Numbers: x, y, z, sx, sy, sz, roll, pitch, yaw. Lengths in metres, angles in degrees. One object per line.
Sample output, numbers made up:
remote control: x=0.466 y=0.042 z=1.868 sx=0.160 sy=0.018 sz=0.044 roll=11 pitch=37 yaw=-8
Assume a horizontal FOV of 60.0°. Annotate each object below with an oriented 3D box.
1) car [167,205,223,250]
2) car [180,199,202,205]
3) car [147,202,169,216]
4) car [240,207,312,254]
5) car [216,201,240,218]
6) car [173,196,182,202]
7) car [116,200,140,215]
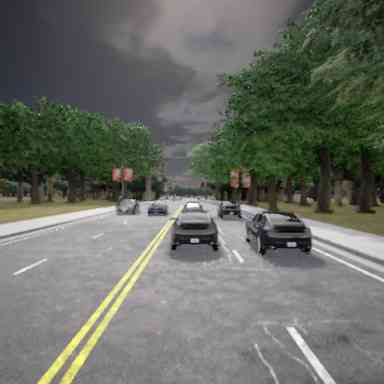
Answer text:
car: x=0.100 y=1.517 z=14.503 sx=1.837 sy=1.490 sz=4.892 roll=0 pitch=0 yaw=0
car: x=0.101 y=1.619 z=31.270 sx=1.994 sy=1.385 sz=4.181 roll=0 pitch=0 yaw=0
car: x=-3.345 y=1.664 z=33.269 sx=1.895 sy=1.301 sz=4.718 roll=0 pitch=0 yaw=0
car: x=3.351 y=1.517 z=13.605 sx=1.837 sy=1.490 sz=4.892 roll=0 pitch=0 yaw=0
car: x=3.352 y=1.557 z=30.564 sx=1.837 sy=1.490 sz=4.892 roll=0 pitch=0 yaw=0
car: x=-3.246 y=1.527 z=74.683 sx=1.812 sy=1.442 sz=4.674 roll=0 pitch=0 yaw=0
car: x=-6.592 y=1.561 z=34.734 sx=2.128 sy=1.511 sz=4.902 roll=0 pitch=0 yaw=0
